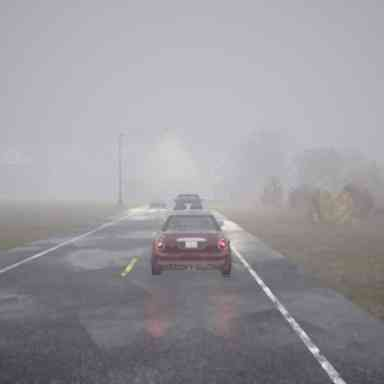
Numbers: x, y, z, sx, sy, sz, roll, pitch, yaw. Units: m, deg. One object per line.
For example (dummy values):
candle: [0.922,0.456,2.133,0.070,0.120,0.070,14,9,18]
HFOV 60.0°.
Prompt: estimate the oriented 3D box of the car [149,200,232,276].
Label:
car: [-0.034,1.314,10.389,2.097,1.767,4.553,0,0,-1]

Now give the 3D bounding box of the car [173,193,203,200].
car: [-0.286,1.120,26.346,2.150,2.045,5.566,0,0,-1]

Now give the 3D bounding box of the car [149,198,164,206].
car: [-4.226,1.402,42.119,1.994,1.385,4.181,0,0,-1]
